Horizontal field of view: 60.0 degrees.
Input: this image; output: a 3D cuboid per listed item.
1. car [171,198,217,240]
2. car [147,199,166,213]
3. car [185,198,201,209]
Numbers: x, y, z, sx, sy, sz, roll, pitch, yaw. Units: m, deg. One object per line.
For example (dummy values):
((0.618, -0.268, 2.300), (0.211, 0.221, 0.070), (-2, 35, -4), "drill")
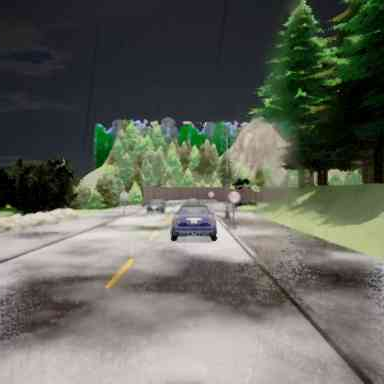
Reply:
((0.095, 1.365, 17.122), (2.097, 1.767, 4.553), (0, 0, 0), "car")
((-4.009, 1.527, 37.913), (2.128, 1.511, 4.902), (0, 0, 0), "car")
((0.212, 1.584, 48.177), (2.033, 1.411, 5.357), (0, 0, 4), "car")
